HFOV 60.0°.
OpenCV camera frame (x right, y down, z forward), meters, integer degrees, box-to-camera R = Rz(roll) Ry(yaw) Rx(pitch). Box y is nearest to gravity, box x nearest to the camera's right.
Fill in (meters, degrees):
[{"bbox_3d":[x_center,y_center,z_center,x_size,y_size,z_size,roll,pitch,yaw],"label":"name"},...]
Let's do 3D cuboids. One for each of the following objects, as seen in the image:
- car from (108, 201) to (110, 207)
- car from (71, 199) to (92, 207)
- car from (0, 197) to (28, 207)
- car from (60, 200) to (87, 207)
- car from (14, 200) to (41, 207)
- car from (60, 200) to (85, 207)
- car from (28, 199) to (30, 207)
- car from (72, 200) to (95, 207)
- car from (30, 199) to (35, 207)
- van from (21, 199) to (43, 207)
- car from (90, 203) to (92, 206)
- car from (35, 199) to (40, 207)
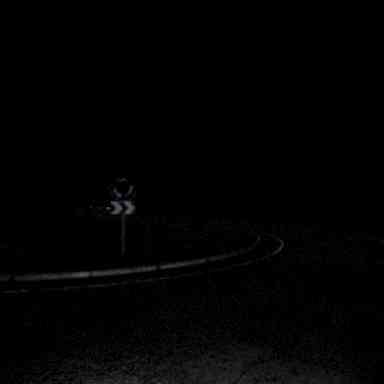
[{"bbox_3d":[-19.557,2.661,76.083,1.812,1.442,4.674,0,-2,-11],"label":"car"},{"bbox_3d":[-26.954,2.687,81.124,4.553,1.767,2.185,0,-3,-11],"label":"car"},{"bbox_3d":[-36.402,2.036,65.972,5.566,2.045,2.435,0,-2,-11],"label":"car"},{"bbox_3d":[-24.576,2.377,69.217,5.008,1.535,2.097,0,-2,-11],"label":"car"},{"bbox_3d":[-39.293,2.781,79.491,5.366,1.575,1.946,0,-3,-11],"label":"car"},{"bbox_3d":[-24.005,2.158,66.240,4.553,1.767,2.185,0,-2,-11],"label":"car"},{"bbox_3d":[-36.948,2.371,68.575,4.892,1.521,2.231,0,-2,-11],"label":"car"},{"bbox_3d":[-27.302,2.938,84.021,5.366,1.575,1.946,0,-3,-11],"label":"car"},{"bbox_3d":[-37.476,2.209,71.325,5.566,2.045,2.435,0,-2,-11],"label":"car"},{"bbox_3d":[-39.534,2.682,82.298,4.442,1.987,1.878,0,-3,-11],"label":"van"},{"bbox_3d":[-25.173,2.215,72.079,5.566,2.045,2.435,0,-2,-11],"label":"car"},{"bbox_3d":[-38.783,2.671,76.881,5.366,1.575,1.946,0,-2,-11],"label":"car"}]
